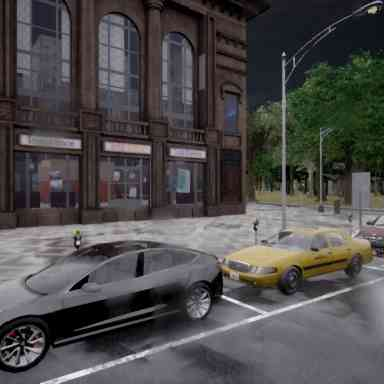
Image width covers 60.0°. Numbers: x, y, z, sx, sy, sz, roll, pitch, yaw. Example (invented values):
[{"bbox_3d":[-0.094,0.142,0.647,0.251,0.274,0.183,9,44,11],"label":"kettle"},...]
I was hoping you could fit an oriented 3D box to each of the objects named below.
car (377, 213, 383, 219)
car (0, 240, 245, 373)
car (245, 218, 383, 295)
[{"bbox_3d":[7.453,1.441,11.974,4.097,1.590,1.967,0,0,-36],"label":"car"},{"bbox_3d":[-1.396,1.566,5.653,4.313,1.339,1.947,0,0,-36],"label":"car"},{"bbox_3d":[2.891,1.526,8.715,4.829,1.417,1.752,0,0,-36],"label":"car"}]
